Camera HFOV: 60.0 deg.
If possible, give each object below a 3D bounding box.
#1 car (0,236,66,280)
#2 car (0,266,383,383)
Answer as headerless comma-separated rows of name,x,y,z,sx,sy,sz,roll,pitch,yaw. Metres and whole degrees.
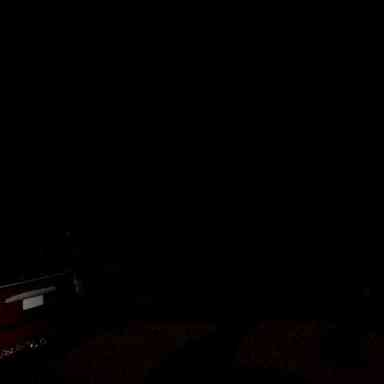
car,-3.605,1.432,5.383,4.097,1.590,1.967,0,0,36
car,0.748,1.525,2.277,4.829,1.417,1.752,0,0,36
